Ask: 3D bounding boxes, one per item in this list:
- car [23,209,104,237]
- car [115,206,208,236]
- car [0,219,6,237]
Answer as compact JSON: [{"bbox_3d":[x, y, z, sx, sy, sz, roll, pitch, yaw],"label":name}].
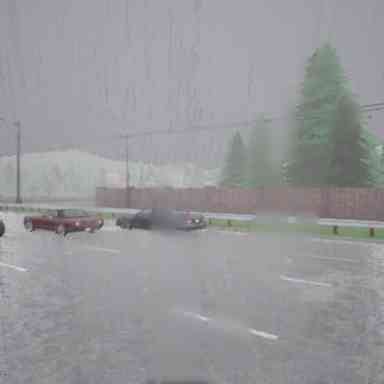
[{"bbox_3d":[-6.869,1.526,17.489,4.718,1.301,1.895,0,0,36],"label":"car"},{"bbox_3d":[-1.776,1.490,18.153,5.357,1.411,2.033,0,0,36],"label":"car"},{"bbox_3d":[-10.820,1.478,16.009,4.181,1.385,1.994,0,0,36],"label":"car"}]
